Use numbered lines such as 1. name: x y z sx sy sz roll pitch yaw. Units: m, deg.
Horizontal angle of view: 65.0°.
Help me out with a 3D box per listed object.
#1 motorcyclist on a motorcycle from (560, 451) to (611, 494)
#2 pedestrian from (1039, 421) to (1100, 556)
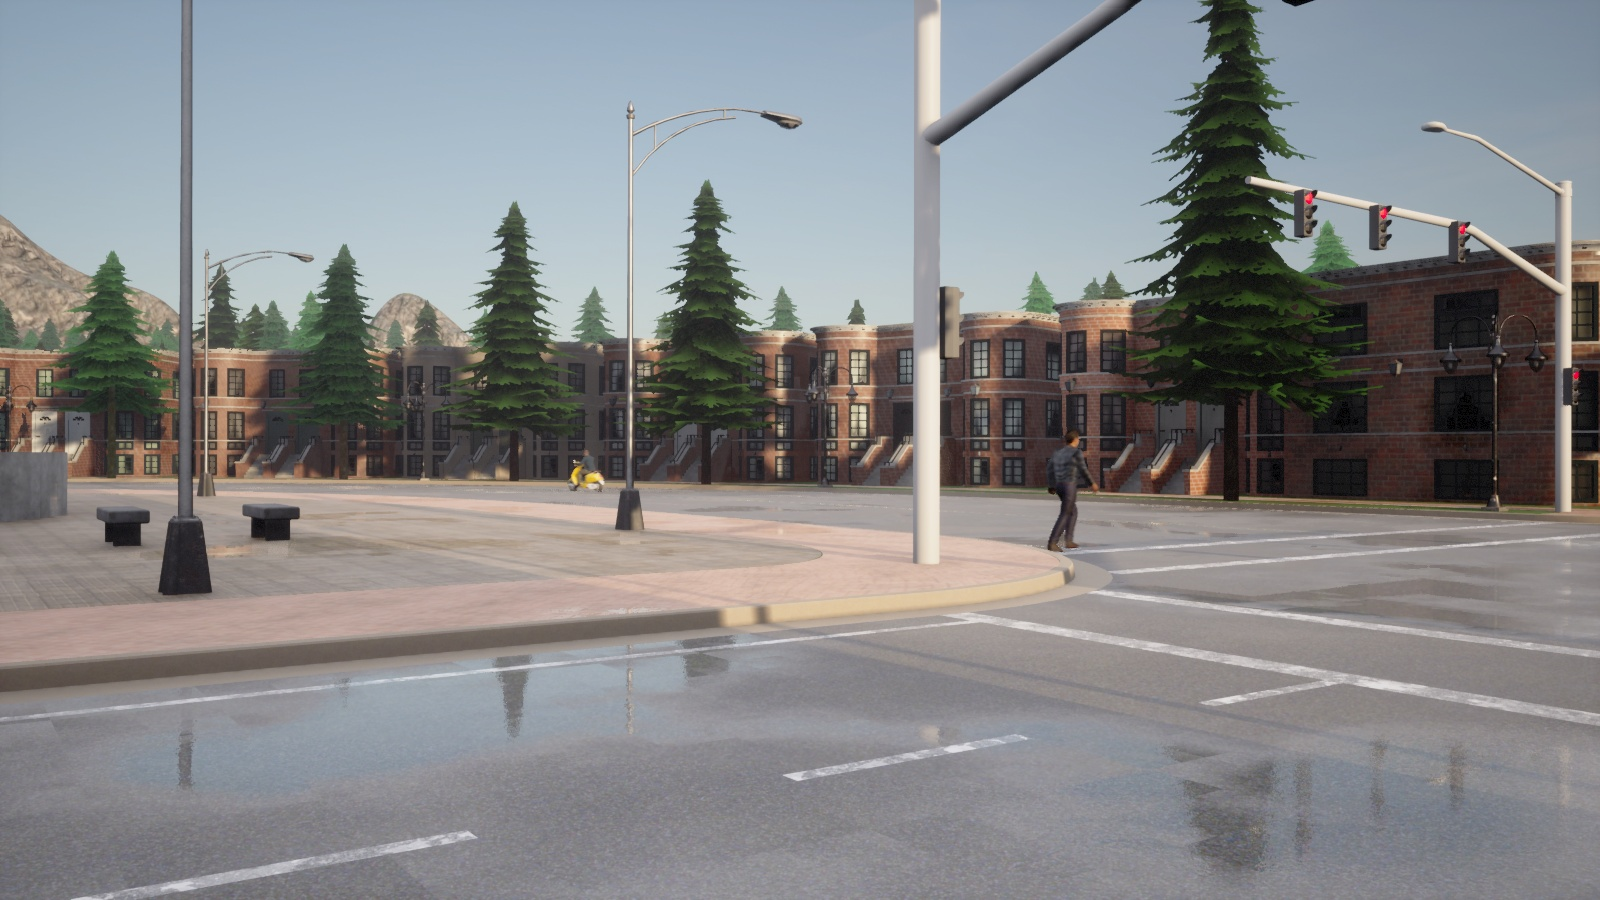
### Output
1. motorcyclist on a motorcycle: -8.057 0.831 47.186 1.817 1.590 0.866 0 0 35
2. pedestrian: 3.982 0.557 18.567 0.788 1.949 0.423 0 0 -30
